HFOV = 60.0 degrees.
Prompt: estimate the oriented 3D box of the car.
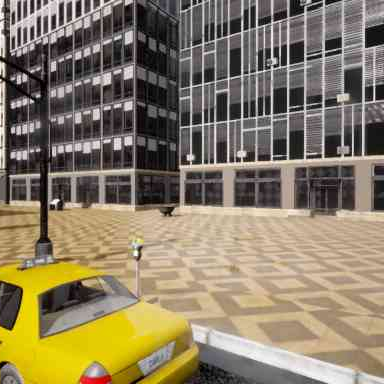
[{"bbox_3d":[-2.201,1.525,4.462,4.829,1.417,1.752,0,0,36],"label":"car"}]
